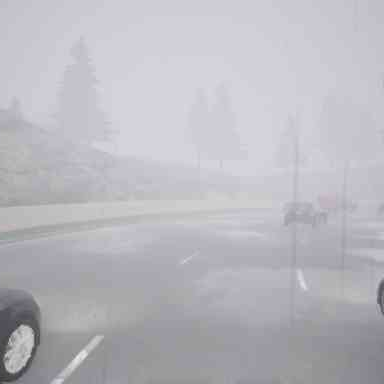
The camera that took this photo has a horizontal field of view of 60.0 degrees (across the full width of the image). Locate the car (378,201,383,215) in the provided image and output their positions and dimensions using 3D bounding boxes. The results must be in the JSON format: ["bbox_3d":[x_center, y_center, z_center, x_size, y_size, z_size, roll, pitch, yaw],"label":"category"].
[{"bbox_3d":[21.836,1.524,35.245,4.553,1.767,2.097,1,0,-30],"label":"car"}]

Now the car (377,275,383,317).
[{"bbox_3d":[4.058,1.561,4.050,1.812,1.442,4.674,0,0,6],"label":"car"}]

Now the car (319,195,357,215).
[{"bbox_3d":[15.337,1.328,35.376,5.566,2.045,2.150,1,0,-37],"label":"car"}]

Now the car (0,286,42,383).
[{"bbox_3d":[-3.033,1.471,2.543,1.837,1.490,4.892,0,0,4],"label":"car"}]

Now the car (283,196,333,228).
[{"bbox_3d":[7.987,1.401,22.941,2.097,1.767,4.553,1,0,34],"label":"car"}]

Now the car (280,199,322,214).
[{"bbox_3d":[12.433,1.566,37.810,4.902,1.511,2.128,1,0,-38],"label":"car"}]
